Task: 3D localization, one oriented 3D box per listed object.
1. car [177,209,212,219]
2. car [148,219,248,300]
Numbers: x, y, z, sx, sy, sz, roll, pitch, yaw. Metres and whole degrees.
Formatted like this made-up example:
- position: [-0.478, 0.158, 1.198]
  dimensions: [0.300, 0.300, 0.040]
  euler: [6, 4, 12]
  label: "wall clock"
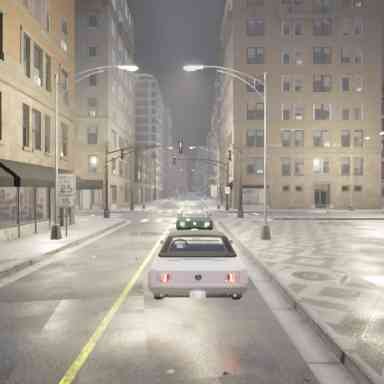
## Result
- position: [0.133, 1.599, 18.589]
  dimensions: [1.895, 1.301, 4.718]
  euler: [0, 0, 0]
  label: "car"
- position: [0.115, 1.600, 8.354]
  dimensions: [1.895, 1.301, 4.718]
  euler: [0, 0, 0]
  label: "car"
